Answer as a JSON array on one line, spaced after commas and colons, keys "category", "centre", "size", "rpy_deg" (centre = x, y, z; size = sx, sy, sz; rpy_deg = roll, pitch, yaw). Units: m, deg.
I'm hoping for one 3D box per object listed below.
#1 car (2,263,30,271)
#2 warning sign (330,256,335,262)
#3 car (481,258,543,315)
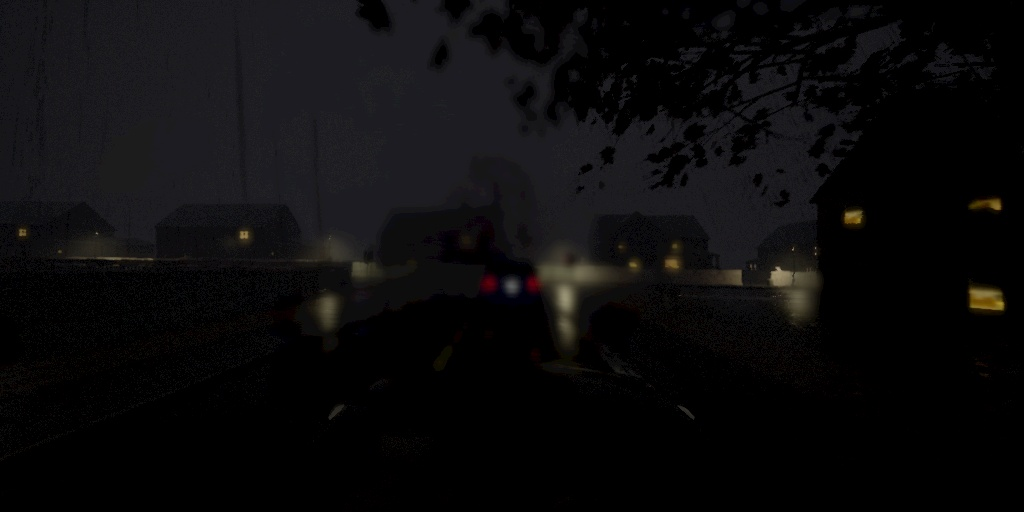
[{"category": "car", "centre": [-42.036, 0.804, 28.892], "size": [5.008, 1.535, 1.882], "rpy_deg": [1, -1, 0]}, {"category": "warning sign", "centre": [-15.833, 0.932, 31.532], "size": [1.060, 1.860, 1.300], "rpy_deg": [0, 0, 0]}, {"category": "car", "centre": [0.017, 1.108, 14.443], "size": [2.150, 2.045, 5.566], "rpy_deg": [0, 0, 0]}]
